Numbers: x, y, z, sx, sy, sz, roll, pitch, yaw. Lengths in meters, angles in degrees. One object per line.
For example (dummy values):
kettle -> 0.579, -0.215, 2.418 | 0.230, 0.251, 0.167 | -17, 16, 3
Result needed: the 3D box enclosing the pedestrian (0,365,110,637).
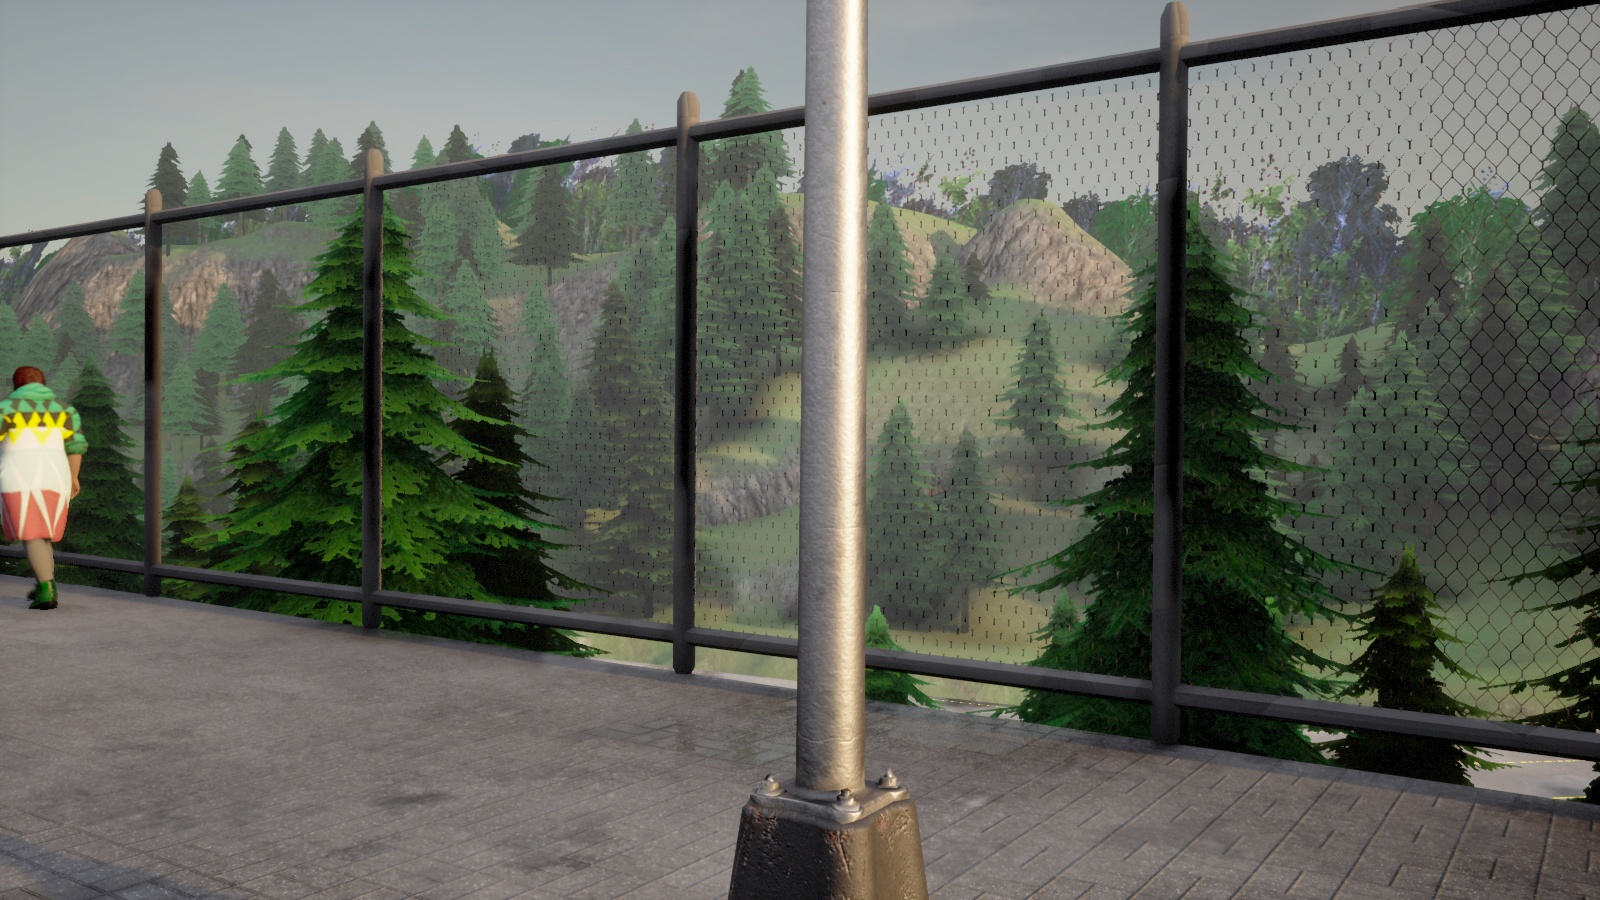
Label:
pedestrian -> -5.821, 0.364, 9.533 | 0.873, 1.952, 0.659 | 0, 1, 33
